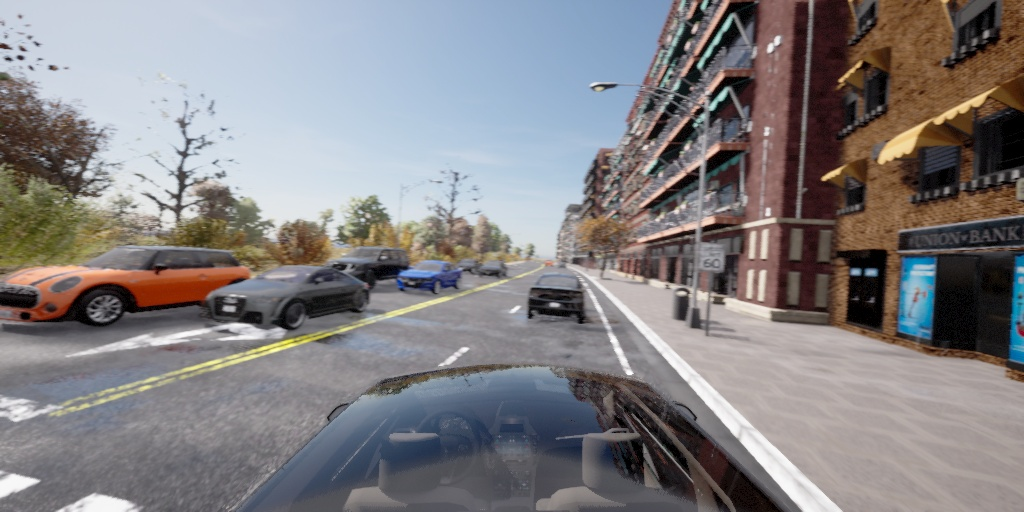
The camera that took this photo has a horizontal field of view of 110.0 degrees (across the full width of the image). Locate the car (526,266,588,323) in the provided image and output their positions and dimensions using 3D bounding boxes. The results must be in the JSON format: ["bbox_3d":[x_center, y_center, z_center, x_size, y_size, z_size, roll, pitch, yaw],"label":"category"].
[{"bbox_3d":[1.732,1.362,13.246,1.882,1.535,5.008,4,0,10],"label":"car"}]

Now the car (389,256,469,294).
[{"bbox_3d":[-4.047,0.989,18.455,1.882,1.535,5.008,4,0,10],"label":"car"}]

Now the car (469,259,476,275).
[{"bbox_3d":[-4.356,1.030,36.302,1.837,1.490,4.892,4,-1,9],"label":"car"}]

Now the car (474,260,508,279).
[{"bbox_3d":[-1.634,1.175,32.832,1.882,1.535,5.008,4,1,9],"label":"car"}]

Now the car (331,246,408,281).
[{"bbox_3d":[-7.279,0.519,18.695,2.150,2.045,5.566,4,0,10],"label":"car"}]

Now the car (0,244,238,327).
[{"bbox_3d":[-9.038,0.516,8.904,2.097,1.767,4.553,4,0,10],"label":"car"}]

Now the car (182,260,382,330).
[{"bbox_3d":[-5.635,0.954,9.557,1.994,1.385,4.181,4,0,10],"label":"car"}]
